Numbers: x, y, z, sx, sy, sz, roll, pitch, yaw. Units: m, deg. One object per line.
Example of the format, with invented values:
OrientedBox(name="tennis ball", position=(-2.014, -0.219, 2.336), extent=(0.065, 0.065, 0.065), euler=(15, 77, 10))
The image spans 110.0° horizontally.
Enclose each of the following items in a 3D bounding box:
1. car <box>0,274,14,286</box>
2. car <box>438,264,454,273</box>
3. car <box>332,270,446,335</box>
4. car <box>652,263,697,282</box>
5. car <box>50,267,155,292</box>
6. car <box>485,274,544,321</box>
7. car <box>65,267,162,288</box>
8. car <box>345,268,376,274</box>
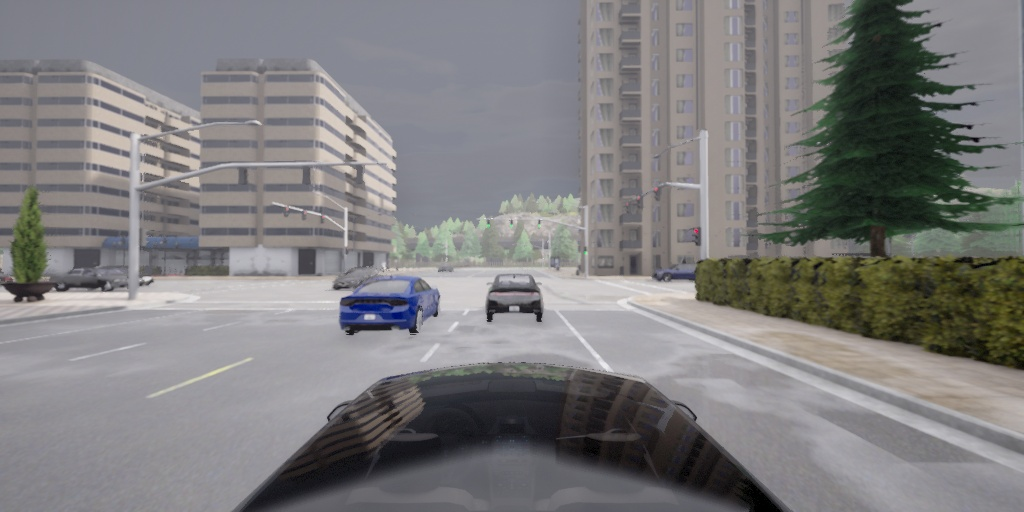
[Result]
OrientedBox(name="car", position=(-40.255, 1.641, 26.769), extent=(4.181, 1.385, 1.994), euler=(0, -1, 1))
OrientedBox(name="car", position=(-10.499, 2.035, 56.871), extent=(1.994, 1.385, 4.181), euler=(0, 0, 0))
OrientedBox(name="car", position=(-3.466, 1.349, 11.052), extent=(1.882, 1.535, 5.008), euler=(0, -1, -1))
OrientedBox(name="car", position=(15.488, 1.513, 33.417), extent=(4.553, 1.767, 2.097), euler=(0, -1, 1))
OrientedBox(name="car", position=(-26.621, 1.520, 23.126), extent=(4.902, 1.511, 2.128), euler=(0, -1, 1))
OrientedBox(name="car", position=(0.085, 1.389, 13.097), extent=(2.128, 1.511, 4.902), euler=(0, -1, 0))
OrientedBox(name="car", position=(-29.503, 1.566, 26.657), extent=(4.902, 1.511, 2.128), euler=(0, -1, 1))
OrientedBox(name="car", position=(-10.500, 1.629, 24.714), extent=(1.837, 1.490, 4.892), euler=(0, -1, 0))
